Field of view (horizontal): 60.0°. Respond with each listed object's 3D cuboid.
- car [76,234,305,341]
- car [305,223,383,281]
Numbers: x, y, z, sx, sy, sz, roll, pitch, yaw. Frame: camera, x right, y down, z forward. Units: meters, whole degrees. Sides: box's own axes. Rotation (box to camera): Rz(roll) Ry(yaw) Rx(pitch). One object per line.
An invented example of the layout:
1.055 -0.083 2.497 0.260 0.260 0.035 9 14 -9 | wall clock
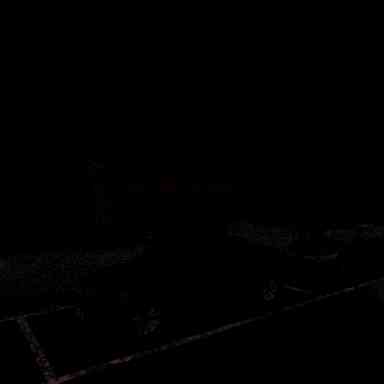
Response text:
0.005 1.566 6.539 4.313 1.339 1.947 0 0 -35 | car
4.486 1.582 9.731 4.206 1.307 1.802 0 0 -35 | car
